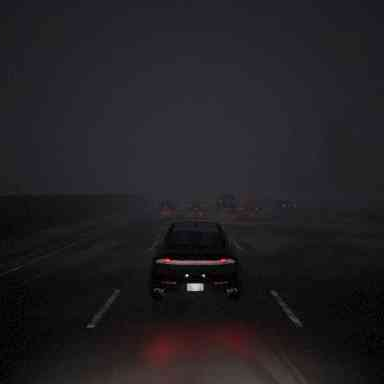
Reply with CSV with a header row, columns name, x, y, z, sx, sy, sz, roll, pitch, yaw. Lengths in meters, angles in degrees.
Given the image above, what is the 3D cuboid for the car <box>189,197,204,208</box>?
name,x,y,z,sx,sy,sz,roll,pitch,yaw
car,0.601,1.492,49.409,2.128,1.511,4.902,0,0,1

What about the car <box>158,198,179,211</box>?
name,x,y,z,sx,sy,sz,roll,pitch,yaw
car,-3.008,1.505,40.700,1.837,1.490,4.892,0,0,1

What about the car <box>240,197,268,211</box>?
name,x,y,z,sx,sy,sz,roll,pitch,yaw
car,7.491,1.601,40.599,1.895,1.301,4.718,0,0,1

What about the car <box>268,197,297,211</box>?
name,x,y,z,sx,sy,sz,roll,pitch,yaw
car,10.980,1.547,39.692,2.033,1.411,5.357,0,0,1

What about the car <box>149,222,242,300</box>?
name,x,y,z,sx,sy,sz,roll,pitch,yaw
car,0.089,1.492,8.379,2.128,1.511,4.902,0,0,1

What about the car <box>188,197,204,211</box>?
name,x,y,z,sx,sy,sz,roll,pitch,yaw
car,0.487,1.601,40.269,1.895,1.301,4.718,0,0,1

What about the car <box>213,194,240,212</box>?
name,x,y,z,sx,sy,sz,roll,pitch,yaw
car,3.981,1.221,39.809,2.150,2.045,5.566,0,0,1

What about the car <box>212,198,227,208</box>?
name,x,y,z,sx,sy,sz,roll,pitch,yaw
car,4.101,1.601,49.395,1.895,1.301,4.718,0,0,1
